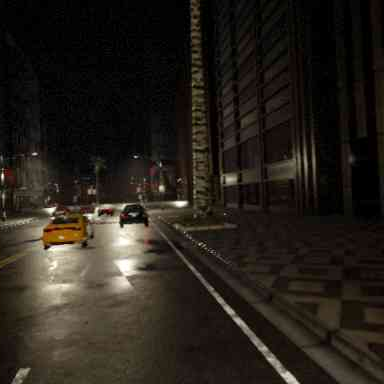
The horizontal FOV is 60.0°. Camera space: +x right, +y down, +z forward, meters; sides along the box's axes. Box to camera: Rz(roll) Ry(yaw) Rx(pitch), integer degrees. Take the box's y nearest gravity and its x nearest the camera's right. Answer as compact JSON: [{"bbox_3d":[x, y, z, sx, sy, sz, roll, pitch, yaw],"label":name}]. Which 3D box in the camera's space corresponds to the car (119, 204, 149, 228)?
[{"bbox_3d":[-4.578,1.736,26.077,2.097,1.767,4.553,-3,0,-10],"label":"car"}]

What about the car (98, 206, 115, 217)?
[{"bbox_3d":[-10.916,2.401,42.421,1.895,1.301,4.718,-3,0,-11],"label":"car"}]

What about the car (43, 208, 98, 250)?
[{"bbox_3d":[-6.176,1.881,17.023,1.882,1.535,5.008,-3,0,-11],"label":"car"}]

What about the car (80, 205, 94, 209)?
[{"bbox_3d":[-15.885,2.661,50.500,1.994,1.385,4.181,-3,0,-10],"label":"car"}]

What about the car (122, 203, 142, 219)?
[{"bbox_3d":[-6.882,2.124,38.169,2.033,1.411,5.357,-3,0,-10],"label":"car"}]

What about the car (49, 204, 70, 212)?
[{"bbox_3d":[-18.689,2.737,47.772,1.812,1.442,4.674,-3,-1,-10],"label":"car"}]
